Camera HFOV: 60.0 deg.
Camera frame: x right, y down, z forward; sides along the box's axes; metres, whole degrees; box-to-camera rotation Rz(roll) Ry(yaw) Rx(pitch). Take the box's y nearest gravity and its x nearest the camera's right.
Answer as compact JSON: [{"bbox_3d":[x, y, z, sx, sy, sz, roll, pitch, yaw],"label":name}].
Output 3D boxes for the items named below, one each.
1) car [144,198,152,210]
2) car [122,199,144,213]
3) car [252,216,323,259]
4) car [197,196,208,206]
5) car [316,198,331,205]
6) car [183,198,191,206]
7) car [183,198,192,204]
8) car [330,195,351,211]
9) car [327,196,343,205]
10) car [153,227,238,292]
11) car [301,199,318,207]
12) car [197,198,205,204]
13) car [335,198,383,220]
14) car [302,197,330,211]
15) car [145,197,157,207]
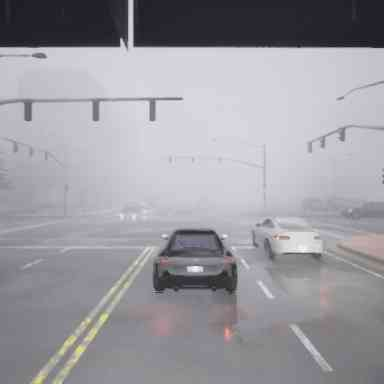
[{"bbox_3d":[-8.063,2.087,53.410,1.812,1.442,4.674,0,-1,0],"label":"car"},{"bbox_3d":[-8.010,1.942,44.130,1.882,1.535,5.008,0,-1,0],"label":"car"},{"bbox_3d":[3.582,1.664,13.050,1.812,1.442,4.674,0,-1,0],"label":"car"},{"bbox_3d":[2.376,2.011,74.989,2.150,2.045,5.566,0,-1,0],"label":"car"},{"bbox_3d":[30.783,2.183,77.949,1.784,1.438,3.905,0,-1,0],"label":"car"},{"bbox_3d":[-1.124,2.381,74.958,1.895,1.301,4.718,0,-1,0],"label":"car"},{"bbox_3d":[-1.186,2.234,84.031,2.128,1.511,4.902,0,-1,0],"label":"car"},{"bbox_3d":[19.523,1.634,45.347,1.905,1.878,3.866,0,-1,0],"label":"car"},{"bbox_3d":[33.467,1.974,78.011,1.932,1.855,4.605,0,-1,0],"label":"car"},{"bbox_3d":[0.076,1.662,9.214,1.994,1.385,4.181,0,-1,0],"label":"car"},{"bbox_3d":[22.170,2.056,62.820,1.970,1.475,3.806,0,-1,0],"label":"car"},{"bbox_3d":[2.314,2.261,84.055,1.994,1.385,4.181,0,-1,0],"label":"car"},{"bbox_3d":[16.343,1.681,31.162,4.553,1.767,2.097,0,-1,1],"label":"car"},{"bbox_3d":[16.629,1.631,45.392,1.932,1.855,4.605,0,-1,0],"label":"car"},{"bbox_3d":[-8.075,1.894,64.066,2.150,2.045,5.566,0,-1,0],"label":"car"}]
